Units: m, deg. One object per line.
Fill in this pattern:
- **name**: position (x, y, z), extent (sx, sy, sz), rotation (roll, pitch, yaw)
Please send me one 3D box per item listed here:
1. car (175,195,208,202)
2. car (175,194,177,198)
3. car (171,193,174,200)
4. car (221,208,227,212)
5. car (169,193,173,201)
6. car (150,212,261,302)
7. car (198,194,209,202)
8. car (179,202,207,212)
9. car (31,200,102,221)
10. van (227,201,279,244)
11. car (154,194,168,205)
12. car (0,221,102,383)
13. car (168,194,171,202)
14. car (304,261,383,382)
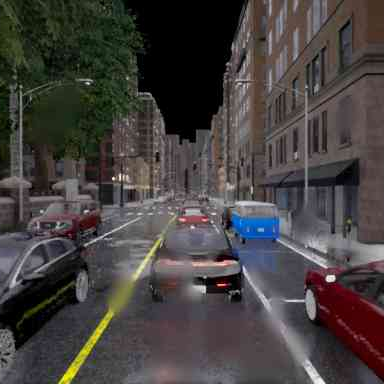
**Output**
- **car**: position (0.040, 1.337, 27.464), extent (2.097, 1.767, 4.553), rotation (0, 0, 2)
- **car**: position (-5.695, 1.494, 86.457), extent (2.008, 1.369, 4.403), rotation (0, 0, 0)
- **car**: position (-5.692, 1.489, 75.555), extent (1.887, 1.381, 4.507), rotation (0, 0, 0)
- **car**: position (2.850, 1.557, 21.217), extent (1.947, 1.339, 4.313), rotation (0, 0, 0)
- **car**: position (-5.690, 1.491, 70.104), extent (1.887, 1.381, 4.507), rotation (0, 0, 0)
- **car**: position (0.098, 1.490, 8.245), extent (2.128, 1.511, 4.902), rotation (0, 0, 0)
- **car**: position (2.833, 1.384, 75.594), extent (1.967, 1.590, 4.097), rotation (0, 0, 0)
- **car**: position (0.098, 1.519, 18.507), extent (1.812, 1.442, 4.674), rotation (0, 0, 0)
- **car**: position (-5.674, 1.310, 15.514), extent (2.192, 1.841, 5.009), rotation (0, 0, 0)
- **van**: position (2.851, 1.336, 15.557), extent (1.690, 1.788, 3.998), rotation (0, 0, 0)
- **car**: position (-5.687, 1.478, 59.033), extent (1.752, 1.417, 4.829), rotation (0, 0, 0)
- **car**: position (-3.100, 1.490, 5.287), extent (2.128, 1.511, 4.902), rotation (0, 0, 0)
- **car**: position (-5.688, 1.500, 64.653), extent (2.008, 1.369, 4.403), rotation (0, 0, 0)
- **car**: position (2.854, 1.544, 4.236), extent (1.887, 1.381, 4.507), rotation (0, 0, 0)
